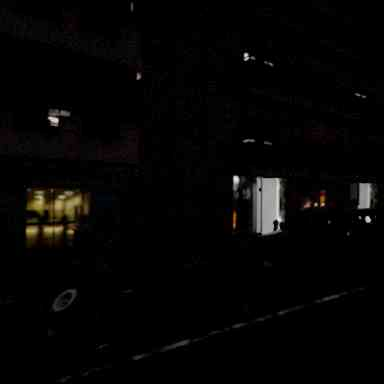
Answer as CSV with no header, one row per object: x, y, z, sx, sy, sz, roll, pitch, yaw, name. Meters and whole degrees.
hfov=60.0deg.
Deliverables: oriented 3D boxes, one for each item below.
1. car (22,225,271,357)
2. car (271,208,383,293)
-0.779,1.466,6.004,4.097,1.590,1.967,1,0,-36,car
3.810,1.394,9.280,5.009,1.841,2.192,1,0,-36,car
